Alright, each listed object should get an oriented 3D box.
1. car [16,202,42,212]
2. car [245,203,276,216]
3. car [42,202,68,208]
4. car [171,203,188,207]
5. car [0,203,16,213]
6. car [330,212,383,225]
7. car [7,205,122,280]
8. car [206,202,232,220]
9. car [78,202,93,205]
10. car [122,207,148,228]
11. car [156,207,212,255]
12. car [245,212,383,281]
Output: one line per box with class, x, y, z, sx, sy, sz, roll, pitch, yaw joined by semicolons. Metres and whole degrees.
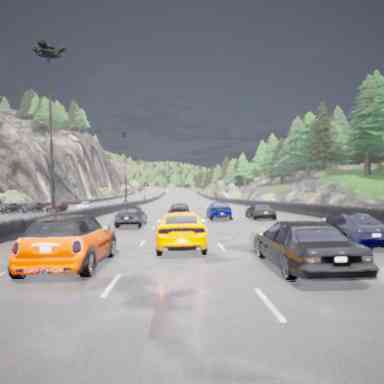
car;-23.060;2.279;48.367;1.837;1.490;4.892;-1;0;-2
car;5.926;1.669;29.023;1.994;1.385;4.181;-1;0;-2
car;-19.567;2.191;48.516;1.882;1.535;5.008;-1;0;-2
car;-1.057;1.732;28.431;1.837;1.490;4.892;-1;0;-2
car;-26.550;2.339;48.093;1.837;1.490;4.892;-1;0;-2
car;6.562;1.542;13.945;1.994;1.385;4.181;-1;0;-2
car;-3.825;1.495;10.646;2.097;1.767;4.553;-1;0;-2
car;2.389;1.653;29.919;1.882;1.535;5.008;-1;-1;-2
car;-16.128;2.190;50.243;1.812;1.442;4.674;-1;-1;-2
car;-4.420;1.804;24.551;2.033;1.411;5.357;-1;0;-2
car;-0.438;1.581;13.829;1.882;1.535;5.008;-1;-1;-2
car;3.207;1.554;9.838;2.033;1.411;5.357;-1;0;-2
